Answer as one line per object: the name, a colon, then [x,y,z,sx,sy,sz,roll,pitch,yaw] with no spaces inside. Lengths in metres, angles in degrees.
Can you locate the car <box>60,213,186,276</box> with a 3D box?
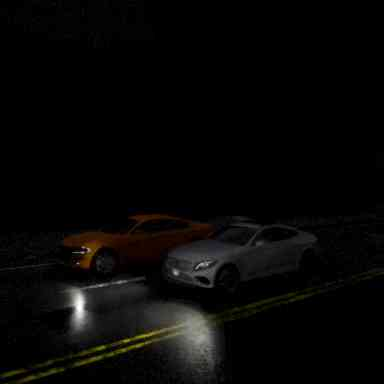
car: [-1.530,1.469,10.580,5.008,1.535,1.882,0,0,-36]

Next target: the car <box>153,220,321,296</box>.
car: [1.534,1.515,8.773,4.674,1.442,1.812,0,0,-36]
